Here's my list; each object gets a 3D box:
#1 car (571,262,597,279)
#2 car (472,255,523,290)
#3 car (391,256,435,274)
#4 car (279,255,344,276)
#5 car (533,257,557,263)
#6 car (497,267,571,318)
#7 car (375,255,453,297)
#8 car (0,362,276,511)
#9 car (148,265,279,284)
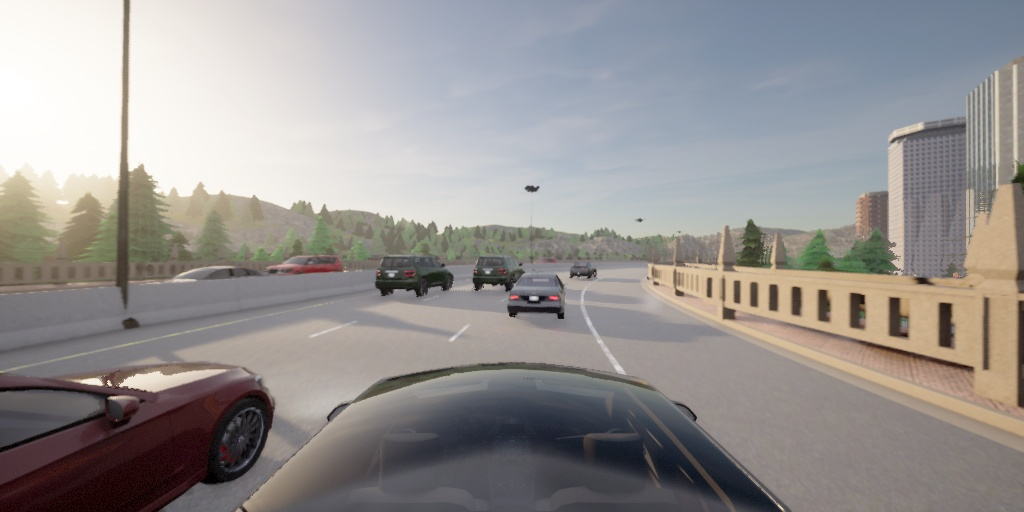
[{"bbox_3d":[6.705,1.320,33.339,2.128,1.511,4.902,0,0,22],"label":"car"},{"bbox_3d":[-0.688,0.994,22.230,2.150,2.045,5.566,0,0,14],"label":"car"},{"bbox_3d":[-11.922,1.045,43.605,2.150,2.045,5.566,0,0,25],"label":"car"},{"bbox_3d":[-14.464,0.957,25.320,2.150,2.045,5.566,0,0,14],"label":"car"},{"bbox_3d":[5.568,1.180,59.899,2.150,2.045,5.566,0,-1,37],"label":"car"},{"bbox_3d":[1.031,1.309,13.119,2.033,1.411,5.357,0,0,9],"label":"car"},{"bbox_3d":[-4.995,0.971,19.029,2.150,2.045,5.566,0,0,11],"label":"car"},{"bbox_3d":[-3.302,1.260,1.671,1.812,1.442,4.674,0,0,0],"label":"car"},{"bbox_3d":[-12.876,1.217,15.401,1.837,1.490,4.892,0,0,9],"label":"car"}]
